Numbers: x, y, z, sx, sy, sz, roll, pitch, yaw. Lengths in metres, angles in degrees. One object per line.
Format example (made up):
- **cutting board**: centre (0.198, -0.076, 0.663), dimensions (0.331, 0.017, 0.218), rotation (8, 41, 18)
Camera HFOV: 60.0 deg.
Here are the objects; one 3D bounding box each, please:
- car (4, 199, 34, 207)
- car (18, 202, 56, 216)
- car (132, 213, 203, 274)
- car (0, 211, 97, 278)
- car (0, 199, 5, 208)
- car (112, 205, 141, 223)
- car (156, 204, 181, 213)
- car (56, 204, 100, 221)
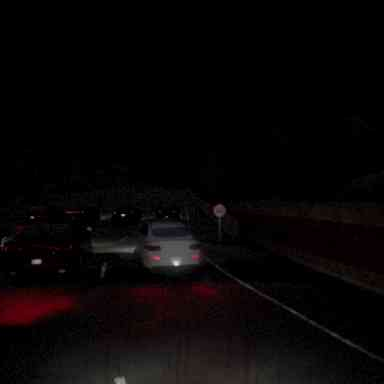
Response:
- **car**: centre (-23.607, 1.791, 46.813), dimensions (2.033, 1.411, 5.357), rotation (0, 0, -1)
- **car**: centre (-12.484, 1.795, 28.172), dimensions (1.812, 1.442, 4.674), rotation (0, 0, -1)
- **car**: centre (-0.889, 1.655, 11.042), dimensions (1.812, 1.442, 4.674), rotation (0, 0, -12)
- **car**: centre (-4.371, 1.611, 10.747), dimensions (1.882, 1.535, 5.008), rotation (0, 0, -11)
- **car**: centre (-27.109, 1.757, 47.036), dimensions (1.837, 1.490, 4.892), rotation (0, 0, -1)
- **car**: centre (-5.476, 1.813, 28.243), dimensions (1.994, 1.385, 4.181), rotation (0, 0, -1)
- **car**: centre (-1.971, 1.729, 27.863), dimensions (2.128, 1.511, 4.902), rotation (0, 0, -1)
- **car**: centre (-8.959, 1.750, 27.397), dimensions (2.128, 1.511, 4.902), rotation (0, 0, -1)
